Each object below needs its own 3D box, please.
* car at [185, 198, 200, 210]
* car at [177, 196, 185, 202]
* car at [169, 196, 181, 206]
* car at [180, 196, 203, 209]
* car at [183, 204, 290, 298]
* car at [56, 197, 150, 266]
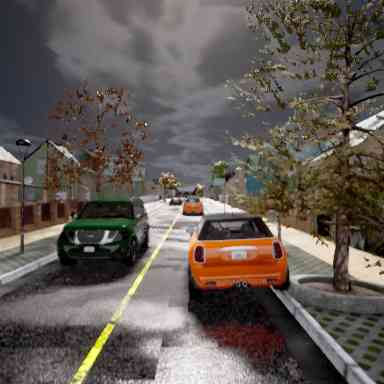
[{"bbox_3d":[0.098,1.607,45.940,2.033,1.411,5.357,0,0,1],"label":"car"},{"bbox_3d":[-2.613,1.709,81.932,1.812,1.442,4.674,0,0,0],"label":"car"},{"bbox_3d":[-2.737,1.649,55.534,1.994,1.385,4.181,0,0,0],"label":"car"},{"bbox_3d":[0.128,1.390,35.362,2.097,1.767,4.553,0,0,0],"label":"car"},{"bbox_3d":[0.936,1.306,8.727,2.097,1.767,4.553,-3,-1,0],"label":"car"},{"bbox_3d":[-2.831,1.229,11.939,2.150,2.045,5.566,0,0,0],"label":"car"}]
